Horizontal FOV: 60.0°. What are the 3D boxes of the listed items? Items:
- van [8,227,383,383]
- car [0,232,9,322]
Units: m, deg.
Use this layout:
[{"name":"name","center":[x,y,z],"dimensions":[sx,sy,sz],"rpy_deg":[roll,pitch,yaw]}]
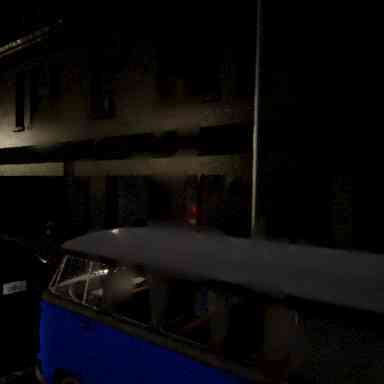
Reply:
[{"name":"van","center":[0.300,1.310,2.863],"dimensions":[3.998,1.788,1.690],"rpy_deg":[2,1,35]},{"name":"car","center":[-4.313,1.401,6.151],"dimensions":[4.313,1.339,1.947],"rpy_deg":[2,1,35]}]
